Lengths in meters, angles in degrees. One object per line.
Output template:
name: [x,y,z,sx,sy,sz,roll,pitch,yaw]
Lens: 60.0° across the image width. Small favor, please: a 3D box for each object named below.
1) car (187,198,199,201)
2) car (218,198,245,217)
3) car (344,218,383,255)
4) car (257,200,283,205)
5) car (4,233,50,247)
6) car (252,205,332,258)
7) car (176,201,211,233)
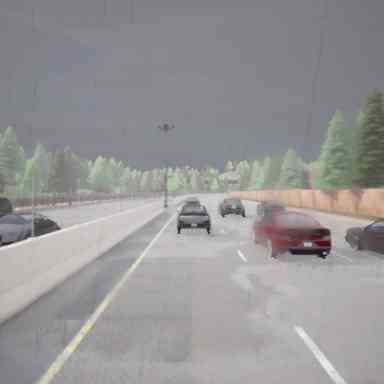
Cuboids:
car: [0.087,1.507,40.506,1.837,1.490,4.892,0,0,0]
car: [3.608,1.353,30.885,2.097,1.767,4.553,0,0,0]
car: [7.097,1.547,11.022,2.033,1.411,5.357,0,0,0]
car: [7.108,1.505,30.152,1.837,1.490,4.892,0,0,0]
car: [-7.063,1.566,13.671,1.994,1.385,4.181,0,0,0]
car: [3.603,1.478,12.821,1.882,1.535,5.008,0,0,0]
car: [0.105,1.492,19.578,2.128,1.511,4.902,0,0,0]
